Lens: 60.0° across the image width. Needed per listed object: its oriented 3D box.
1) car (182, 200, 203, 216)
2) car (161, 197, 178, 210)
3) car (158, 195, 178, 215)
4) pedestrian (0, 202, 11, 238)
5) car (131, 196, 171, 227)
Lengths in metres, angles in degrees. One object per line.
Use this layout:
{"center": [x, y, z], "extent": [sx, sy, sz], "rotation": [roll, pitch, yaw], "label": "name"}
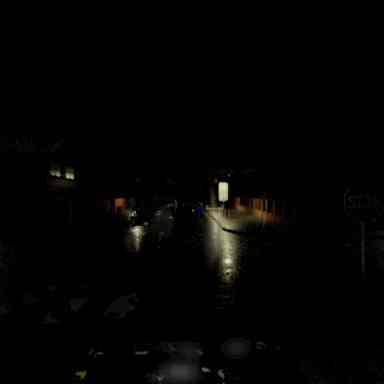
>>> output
{"center": [0.079, 1.563, 33.007], "extent": [1.882, 1.535, 5.008], "rotation": [0, 0, 0], "label": "car"}
{"center": [-3.037, 1.536, 45.914], "extent": [2.097, 1.767, 4.553], "rotation": [0, -1, -2], "label": "car"}
{"center": [-2.881, 1.324, 35.378], "extent": [2.150, 2.045, 5.566], "rotation": [0, -1, 0], "label": "car"}
{"center": [-9.679, 1.406, 17.090], "extent": [0.375, 1.860, 0.375], "rotation": [0, -1, 1], "label": "pedestrian"}
{"center": [-2.861, 1.392, 22.904], "extent": [2.097, 1.767, 4.553], "rotation": [0, 0, 0], "label": "car"}
